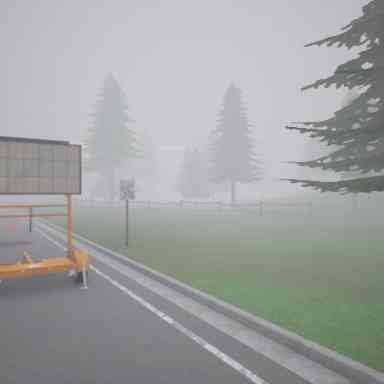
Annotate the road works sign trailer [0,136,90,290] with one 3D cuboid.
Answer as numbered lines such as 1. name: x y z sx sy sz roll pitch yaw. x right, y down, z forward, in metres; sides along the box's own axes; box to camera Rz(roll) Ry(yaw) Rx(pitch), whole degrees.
1. road works sign trailer: -4.063 0.470 8.358 2.380 3.560 2.880 0 0 -32
